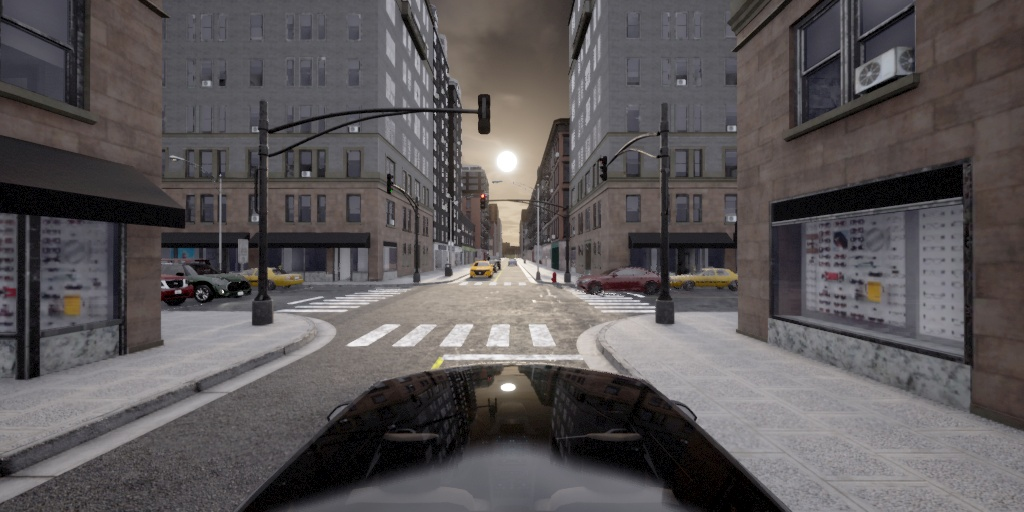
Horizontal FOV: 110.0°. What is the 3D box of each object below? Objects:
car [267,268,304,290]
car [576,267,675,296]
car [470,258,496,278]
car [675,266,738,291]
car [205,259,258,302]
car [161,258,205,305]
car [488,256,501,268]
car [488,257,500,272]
[{"bbox_3d":[-15.234,1.280,21.531,4.829,1.417,1.751,0,0,0],"label":"car"},{"bbox_3d":[5.741,1.289,18.952,4.674,1.442,1.812,0,0,0],"label":"car"},{"bbox_3d":[-2.820,1.223,33.855,1.882,1.535,5.008,0,0,0],"label":"car"},{"bbox_3d":[11.650,1.305,21.471,4.829,1.417,1.751,0,0,0],"label":"car"},{"bbox_3d":[-14.378,1.084,16.045,4.553,1.767,2.097,0,0,0],"label":"car"},{"bbox_3d":[-15.090,1.035,13.505,5.009,1.841,2.192,0,0,0],"label":"car"},{"bbox_3d":[-2.799,0.955,54.851,2.150,2.045,5.566,0,0,0],"label":"car"},{"bbox_3d":[-2.814,1.246,44.258,1.837,1.490,4.892,0,0,0],"label":"car"}]
